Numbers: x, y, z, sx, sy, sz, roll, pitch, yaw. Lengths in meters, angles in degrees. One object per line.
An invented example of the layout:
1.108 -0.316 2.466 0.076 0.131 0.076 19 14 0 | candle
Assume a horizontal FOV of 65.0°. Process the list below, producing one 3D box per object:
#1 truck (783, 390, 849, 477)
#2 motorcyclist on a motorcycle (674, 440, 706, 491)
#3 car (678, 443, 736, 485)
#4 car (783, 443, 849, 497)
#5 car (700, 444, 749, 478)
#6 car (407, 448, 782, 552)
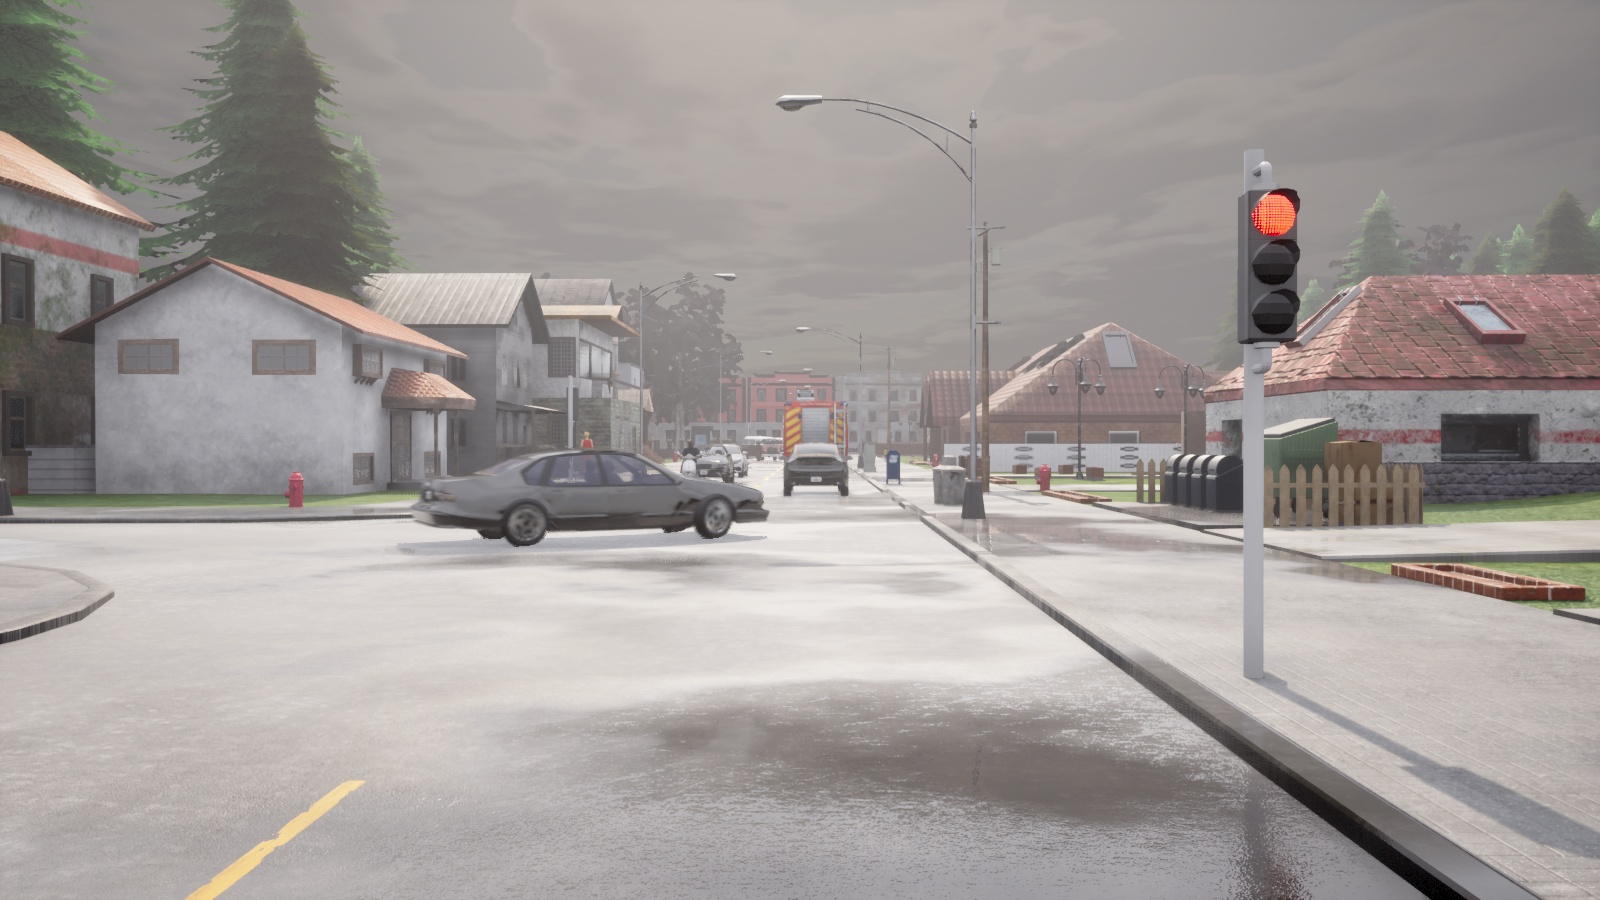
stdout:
0.732 -0.752 59.198 2.891 3.827 8.468 0 0 1 | truck
-3.507 0.470 40.226 0.866 1.590 1.817 0 0 1 | motorcyclist on a motorcycle
-3.419 0.492 46.936 1.816 1.474 4.193 0 0 1 | car
0.468 0.542 37.105 1.837 1.490 4.892 0 0 1 | car
-3.314 0.455 55.688 1.812 1.442 4.674 0 0 1 | car
-3.120 0.682 19.461 5.357 1.411 2.033 0 0 -29 | car
